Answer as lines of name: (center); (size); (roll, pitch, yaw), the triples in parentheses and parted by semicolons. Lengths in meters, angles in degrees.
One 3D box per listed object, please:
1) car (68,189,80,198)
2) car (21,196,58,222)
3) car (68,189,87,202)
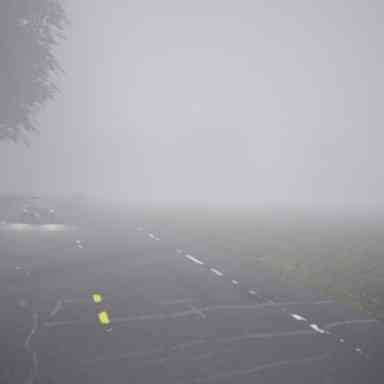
car: (-22.071, 0.232, 62.215); (1.812, 1.442, 4.674); (3, 0, -21)
car: (-9.409, 0.980, 20.652); (1.812, 1.442, 4.674); (3, 0, -22)
car: (-15.923, 0.616, 46.945); (2.033, 1.411, 5.357); (3, 0, -22)
